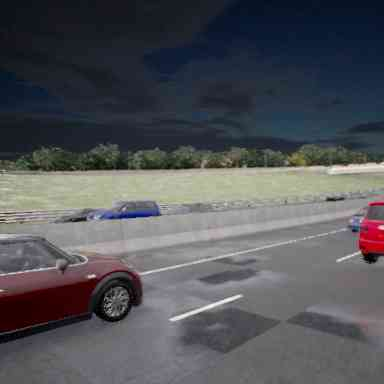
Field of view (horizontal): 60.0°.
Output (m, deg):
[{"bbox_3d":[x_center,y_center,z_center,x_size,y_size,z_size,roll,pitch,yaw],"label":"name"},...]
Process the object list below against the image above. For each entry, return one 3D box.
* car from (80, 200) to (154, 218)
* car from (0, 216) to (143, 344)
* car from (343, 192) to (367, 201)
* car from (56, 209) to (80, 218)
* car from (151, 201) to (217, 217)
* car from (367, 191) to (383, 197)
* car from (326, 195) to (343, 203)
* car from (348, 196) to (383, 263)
[{"bbox_3d":[-4.744,1.652,23.931,5.566,2.045,2.150,-1,-1,-44],"label":"car"},{"bbox_3d":[-3.100,1.509,5.804,4.553,1.767,2.097,0,-1,-44],"label":"car"},{"bbox_3d":[27.244,0.843,54.612,4.553,1.767,2.097,-2,0,-44],"label":"car"},{"bbox_3d":[-8.218,2.032,25.434,4.892,1.490,1.837,-1,-1,-44],"label":"car"},{"bbox_3d":[-0.205,1.668,23.439,4.553,1.767,2.097,-1,-1,-44],"label":"car"},{"bbox_3d":[29.643,0.603,52.070,4.674,1.442,1.812,-2,0,-44],"label":"car"},{"bbox_3d":[24.782,1.137,57.092,4.718,1.301,1.895,-2,0,-44],"label":"car"},{"bbox_3d":[7.541,1.231,11.196,5.566,2.045,2.150,-1,-1,-44],"label":"car"}]
